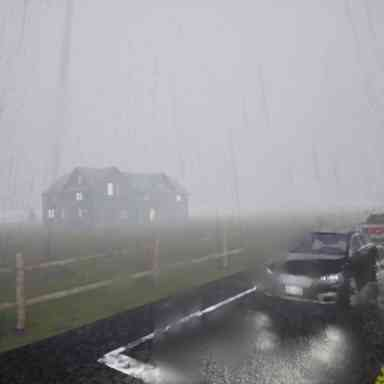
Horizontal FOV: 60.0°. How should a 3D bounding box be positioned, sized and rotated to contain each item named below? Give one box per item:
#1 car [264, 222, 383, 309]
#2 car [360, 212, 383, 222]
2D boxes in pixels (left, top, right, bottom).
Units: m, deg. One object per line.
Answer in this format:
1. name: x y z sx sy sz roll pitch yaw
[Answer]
1. car: 3.580 1.777 8.720 2.128 1.511 4.902 -4 -3 38
2. car: 9.306 1.776 15.984 2.097 1.767 4.553 -4 -3 39
